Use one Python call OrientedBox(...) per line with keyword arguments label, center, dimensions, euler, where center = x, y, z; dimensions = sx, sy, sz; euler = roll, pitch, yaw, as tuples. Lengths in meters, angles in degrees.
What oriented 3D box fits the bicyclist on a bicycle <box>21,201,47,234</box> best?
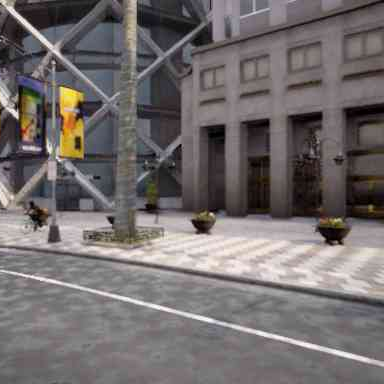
OrientedBox(label="bicyclist on a bicycle", center=(-8.000, 1.269, 16.883), dimensions=(0.582, 1.620, 1.656), euler=(0, 0, 22))
